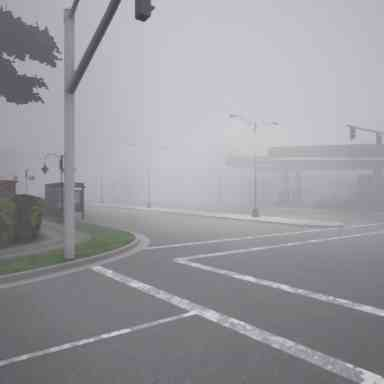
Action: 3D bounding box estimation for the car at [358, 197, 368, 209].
[{"bbox_3d":[21.171,1.438,44.178,1.970,1.475,3.806,0,0,-35],"label":"car"}]

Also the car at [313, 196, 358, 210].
[{"bbox_3d":[16.904,1.279,40.256,2.242,1.667,4.611,0,0,-35],"label":"car"}]
